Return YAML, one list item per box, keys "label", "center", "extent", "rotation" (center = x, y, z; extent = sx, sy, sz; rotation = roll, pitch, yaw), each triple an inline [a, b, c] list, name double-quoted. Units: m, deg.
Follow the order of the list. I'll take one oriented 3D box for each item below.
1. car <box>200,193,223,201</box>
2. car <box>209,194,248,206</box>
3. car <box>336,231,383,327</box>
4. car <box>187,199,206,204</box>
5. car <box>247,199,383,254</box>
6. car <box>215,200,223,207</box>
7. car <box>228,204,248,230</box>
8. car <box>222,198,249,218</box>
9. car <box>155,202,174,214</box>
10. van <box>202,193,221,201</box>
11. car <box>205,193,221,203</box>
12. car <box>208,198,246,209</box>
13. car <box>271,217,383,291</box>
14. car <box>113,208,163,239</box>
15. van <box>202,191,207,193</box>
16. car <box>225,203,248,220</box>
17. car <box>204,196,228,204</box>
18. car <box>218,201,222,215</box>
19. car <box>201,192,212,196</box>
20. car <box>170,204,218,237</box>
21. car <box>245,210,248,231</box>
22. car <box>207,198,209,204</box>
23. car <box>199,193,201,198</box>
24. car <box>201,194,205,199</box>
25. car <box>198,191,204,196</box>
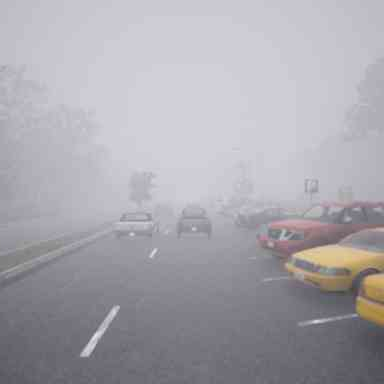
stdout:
- label: "car"
  center: [5.140, 1.319, 89.300]
  extent: [5.566, 2.045, 2.435]
  rotation: [1, 0, -20]
- label: "car"
  center: [5.115, 1.536, 35.369]
  extent: [5.566, 2.045, 2.435]
  rotation: [1, 0, -20]
- label: "car"
  center: [5.245, 1.529, 5.406]
  extent: [5.366, 1.575, 1.946]
  rotation: [1, -1, -20]
- label: "car"
  center: [0.115, 1.791, 35.454]
  extent: [2.128, 1.511, 4.902]
  rotation: [0, 0, 0]
- label: "car"
  center: [5.054, 1.331, 11.327]
  extent: [5.566, 2.045, 2.435]
  rotation: [1, 0, -20]
- label: "car"
  center: [5.110, 1.802, 32.368]
  extent: [4.792, 1.488, 2.163]
  rotation: [1, -1, -20]
- label: "car"
  center: [5.072, 1.676, 20.344]
  extent: [5.008, 1.535, 2.097]
  rotation: [1, -1, -20]
- label: "car"
  center: [5.114, 1.607, 26.356]
  extent: [4.553, 1.767, 2.185]
  rotation: [1, 0, -20]
- label: "car"
  center: [-2.885, 1.790, 35.450]
  extent: [2.128, 1.511, 4.902]
  rotation: [0, 0, 0]
- label: "van"
  center: [5.004, 1.360, 86.257]
  extent: [4.442, 1.987, 1.878]
  rotation: [1, 1, -20]
- label: "car"
  center: [5.068, 1.547, 44.349]
  extent: [5.566, 2.045, 2.435]
  rotation: [1, 0, -20]
- label: "car"
  center: [5.265, 1.778, 50.442]
  extent: [5.366, 1.575, 1.946]
  rotation: [1, 0, -20]
- label: "car"
  center: [4.899, 1.548, 8.273]
  extent: [5.366, 1.575, 1.946]
  rotation: [1, 0, -20]
- label: "car"
  center: [-2.892, 1.768, 18.264]
  extent: [1.895, 1.301, 4.718]
  rotation: [0, -1, 0]
- label: "van"
  center: [5.217, 1.411, 77.396]
  extent: [4.442, 1.987, 1.878]
  rotation: [1, 0, -20]
- label: "car"
  center: [5.083, 1.746, 23.344]
  extent: [4.674, 1.452, 2.002]
  rotation: [1, 0, -20]
- label: "car"
  center: [5.098, 1.708, 71.390]
  extent: [4.674, 1.452, 2.002]
  rotation: [1, 0, -20]
- label: "car"
  center: [5.086, 1.798, 29.344]
  extent: [4.674, 1.452, 2.002]
  rotation: [1, 0, -20]
- label: "car"
  center: [5.076, 1.526, 74.362]
  extent: [4.553, 1.767, 2.185]
  rotation: [1, 0, -20]
- label: "car"
  center: [0.108, 1.668, 19.070]
  extent: [2.128, 1.511, 4.902]
  rotation: [0, -1, 0]
- label: "car"
  center: [5.050, 1.641, 14.327]
  extent: [4.792, 1.488, 2.163]
  rotation: [1, 0, -20]
- label: "car"
  center: [4.915, 1.789, 38.296]
  extent: [5.366, 1.575, 1.946]
  rotation: [1, 0, -20]
- label: "car"
  center: [5.100, 1.621, 80.337]
  extent: [4.892, 1.521, 2.231]
  rotation: [1, 0, -20]
- label: "car"
  center: [5.075, 1.714, 68.372]
  extent: [4.792, 1.488, 2.163]
  rotation: [1, 1, -20]
- label: "car"
  center: [5.086, 1.352, 83.304]
  extent: [5.566, 2.045, 2.435]
  rotation: [1, 1, -20]
